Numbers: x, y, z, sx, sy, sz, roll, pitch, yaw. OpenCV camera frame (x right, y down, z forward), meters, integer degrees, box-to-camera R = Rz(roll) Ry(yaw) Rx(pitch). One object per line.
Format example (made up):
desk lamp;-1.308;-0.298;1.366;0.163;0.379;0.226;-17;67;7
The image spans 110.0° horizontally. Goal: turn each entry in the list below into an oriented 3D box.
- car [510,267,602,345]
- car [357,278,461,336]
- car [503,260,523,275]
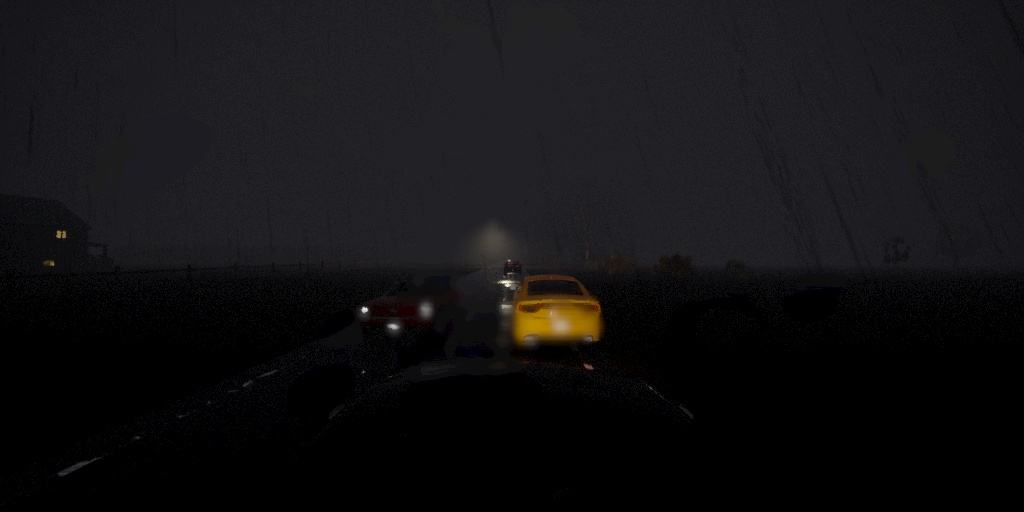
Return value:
car;0.967;1.226;9.515;1.882;1.535;5.008;0;0;0
car;-2.745;1.349;10.592;1.895;1.301;4.718;0;0;0
car;0.104;1.233;39.177;2.128;1.511;4.902;0;0;0
